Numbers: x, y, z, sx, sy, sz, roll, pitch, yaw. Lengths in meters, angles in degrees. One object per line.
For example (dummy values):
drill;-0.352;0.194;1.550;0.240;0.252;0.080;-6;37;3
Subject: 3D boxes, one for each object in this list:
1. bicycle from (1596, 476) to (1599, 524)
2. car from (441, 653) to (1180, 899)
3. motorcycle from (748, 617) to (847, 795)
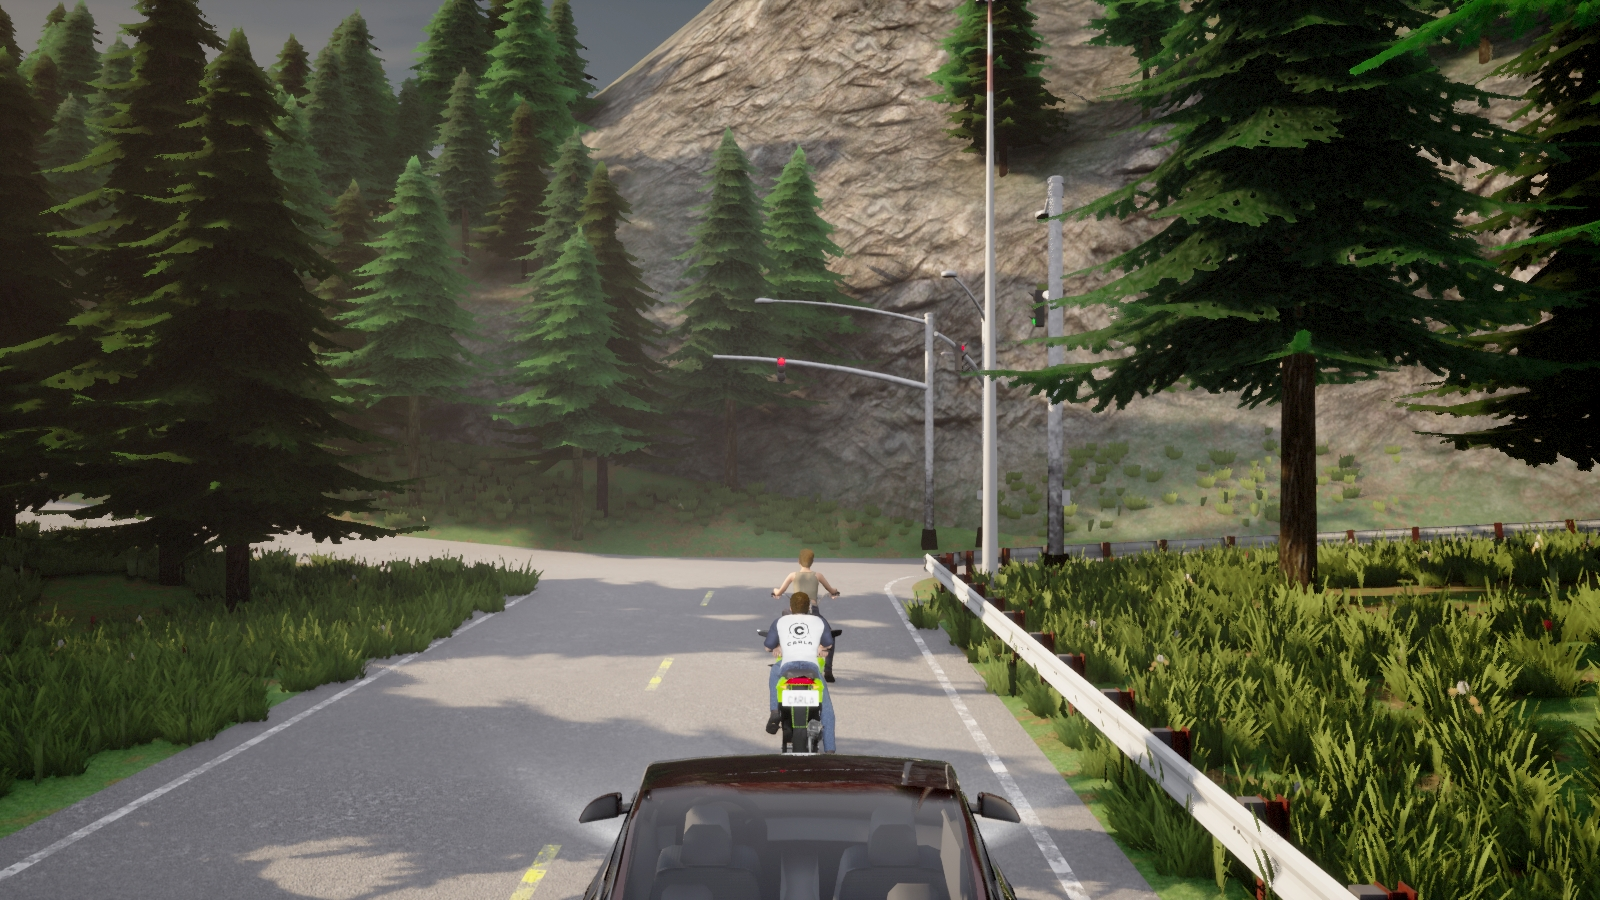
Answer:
bicycle;21.727;1.355;29.474;1.835;1.471;0.329;-5;-2;26
car;0.029;2.063;5.012;2.163;1.488;4.792;0;0;0
motorcycle;-0.020;2.213;10.238;0.803;1.145;2.033;0;0;0
